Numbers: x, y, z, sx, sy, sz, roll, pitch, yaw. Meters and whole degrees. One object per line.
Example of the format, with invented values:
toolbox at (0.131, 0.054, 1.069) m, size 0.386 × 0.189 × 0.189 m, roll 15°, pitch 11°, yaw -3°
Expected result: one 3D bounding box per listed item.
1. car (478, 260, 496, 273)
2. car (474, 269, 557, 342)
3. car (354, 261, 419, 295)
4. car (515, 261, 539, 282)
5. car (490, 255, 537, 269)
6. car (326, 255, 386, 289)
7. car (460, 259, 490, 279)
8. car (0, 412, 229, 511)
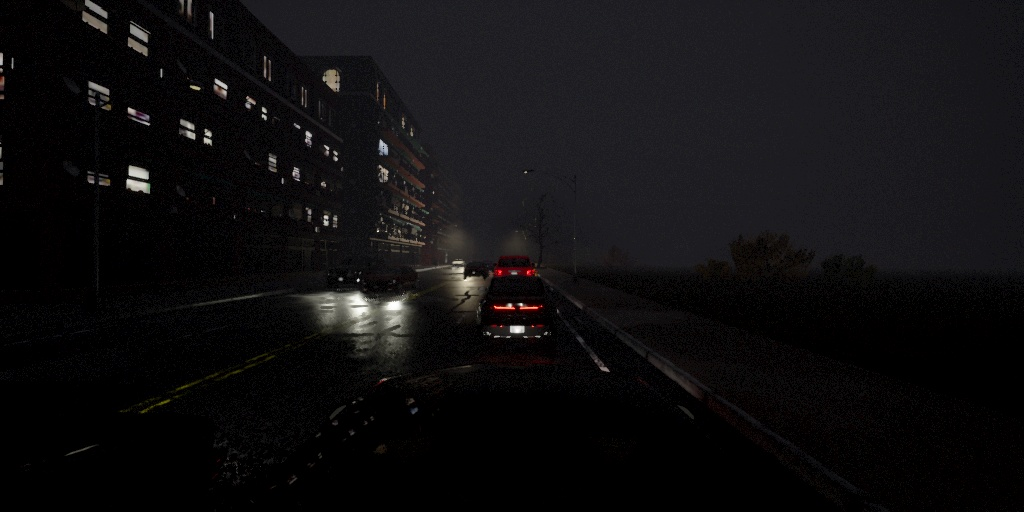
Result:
car at (-3.115, 1.279, 45.466) m, size 1.812 × 1.442 × 4.674 m, roll 0°, pitch 0°, yaw 0°
car at (0.108, 1.256, 9.761) m, size 1.837 × 1.490 × 4.892 m, roll 0°, pitch 0°, yaw 0°
car at (-6.585, 1.230, 19.865) m, size 1.882 × 1.535 × 5.008 m, roll 0°, pitch 0°, yaw 0°
car at (1.162, 1.209, 30.516) m, size 1.801 × 1.575 × 5.366 m, roll 0°, pitch 0°, yaw 0°
car at (0.115, 0.975, 20.109) m, size 2.150 × 2.045 × 5.566 m, roll 0°, pitch 0°, yaw 0°
car at (-9.831, 0.975, 23.351) m, size 2.150 × 2.045 × 5.566 m, roll 0°, pitch 0°, yaw 0°
car at (-3.125, 1.232, 31.957) m, size 1.882 × 1.535 × 5.008 m, roll 0°, pitch 0°, yaw 0°
car at (-3.153, 1.297, 0.303) m, size 2.033 × 1.411 × 5.357 m, roll 0°, pitch 0°, yaw 0°
